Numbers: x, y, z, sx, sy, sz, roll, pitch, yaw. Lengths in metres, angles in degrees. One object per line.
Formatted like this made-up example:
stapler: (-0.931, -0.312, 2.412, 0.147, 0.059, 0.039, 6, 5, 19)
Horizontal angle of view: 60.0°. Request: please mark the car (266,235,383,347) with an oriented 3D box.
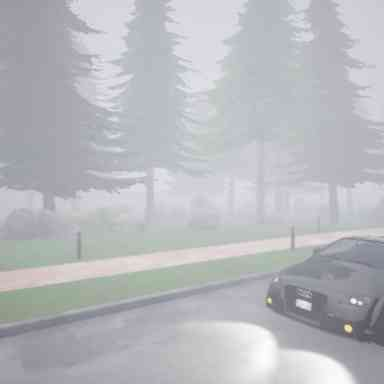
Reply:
car: (3.378, 1.566, 6.295, 4.181, 1.385, 1.994, 0, 0, -34)
